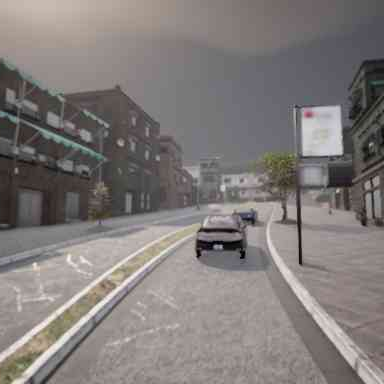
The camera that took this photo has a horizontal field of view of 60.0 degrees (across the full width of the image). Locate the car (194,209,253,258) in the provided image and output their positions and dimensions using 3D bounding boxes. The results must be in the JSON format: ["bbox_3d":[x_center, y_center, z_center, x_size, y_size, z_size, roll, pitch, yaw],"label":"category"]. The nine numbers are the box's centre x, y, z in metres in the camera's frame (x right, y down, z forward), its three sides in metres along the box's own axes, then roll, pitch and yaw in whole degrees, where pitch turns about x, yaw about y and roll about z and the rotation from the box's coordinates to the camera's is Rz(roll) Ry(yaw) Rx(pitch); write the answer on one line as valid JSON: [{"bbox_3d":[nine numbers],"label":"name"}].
[{"bbox_3d":[1.290,1.656,13.506,2.128,1.511,4.902,-1,-1,10],"label":"car"}]

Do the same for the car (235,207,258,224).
[{"bbox_3d":[4.420,1.913,27.744,1.895,1.301,4.718,-1,-1,15],"label":"car"}]
